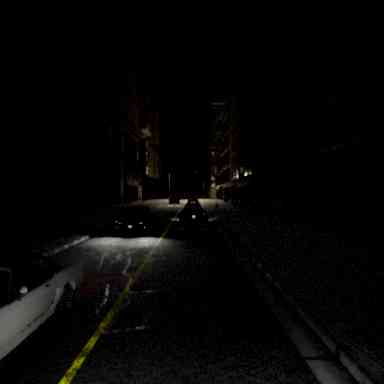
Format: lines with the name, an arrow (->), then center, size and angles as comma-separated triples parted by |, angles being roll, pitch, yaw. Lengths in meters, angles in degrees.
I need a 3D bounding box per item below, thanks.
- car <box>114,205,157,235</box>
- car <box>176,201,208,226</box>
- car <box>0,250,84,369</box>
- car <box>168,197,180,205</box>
car -> -3.102, 1.510, 19.082 | 1.837, 1.490, 4.892 | 0, 0, 0
car -> 0.102, 1.569, 23.685 | 1.994, 1.385, 4.181 | 0, 0, 0
car -> -3.099, 1.602, 4.553 | 1.895, 1.301, 4.718 | 0, 0, -1
car -> -3.050, 1.577, 58.018 | 2.033, 1.411, 5.357 | 0, 0, 1
